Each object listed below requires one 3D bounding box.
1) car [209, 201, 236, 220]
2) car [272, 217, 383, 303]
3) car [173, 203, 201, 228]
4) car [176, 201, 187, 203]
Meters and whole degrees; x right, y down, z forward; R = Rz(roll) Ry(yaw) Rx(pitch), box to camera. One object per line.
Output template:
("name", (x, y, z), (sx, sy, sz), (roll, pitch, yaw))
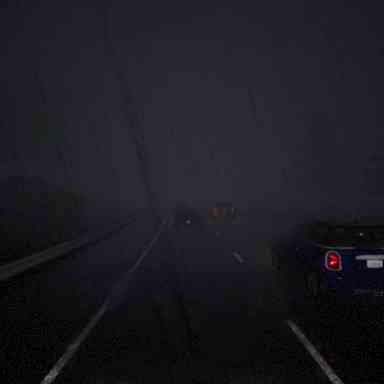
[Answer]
("car", (2.811, 1.696, 31.960), (2.097, 1.767, 4.553), (0, -1, -3))
("car", (3.557, 1.446, 8.633), (2.097, 1.767, 4.553), (0, -1, -1))
("car", (-0.320, 1.786, 24.080), (1.812, 1.442, 4.674), (0, 0, -2))
("car", (-1.307, 1.952, 41.514), (1.837, 1.490, 4.892), (0, -1, -4))
